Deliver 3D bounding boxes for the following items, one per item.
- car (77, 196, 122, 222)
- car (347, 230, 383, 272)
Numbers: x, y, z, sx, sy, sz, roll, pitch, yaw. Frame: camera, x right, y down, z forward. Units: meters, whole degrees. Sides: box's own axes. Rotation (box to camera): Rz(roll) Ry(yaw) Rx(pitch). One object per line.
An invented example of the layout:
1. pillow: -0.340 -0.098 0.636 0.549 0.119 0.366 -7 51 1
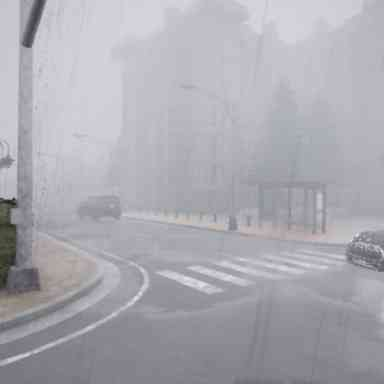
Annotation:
1. car: -7.821 1.343 27.859 2.150 2.045 5.566 1 -1 -37
2. car: 7.038 1.448 9.904 4.553 1.767 2.097 1 -1 -11
